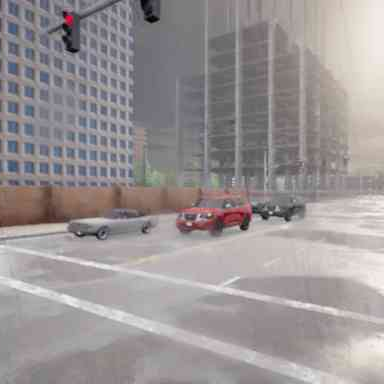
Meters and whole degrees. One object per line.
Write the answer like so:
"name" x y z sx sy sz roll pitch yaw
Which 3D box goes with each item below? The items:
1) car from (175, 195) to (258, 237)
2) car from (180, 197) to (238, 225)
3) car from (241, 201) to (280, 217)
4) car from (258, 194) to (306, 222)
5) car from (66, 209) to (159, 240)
"car" 1.376 1.184 18.246 2.150 2.045 5.566 0 0 33
"car" 1.342 1.294 24.208 2.097 1.767 4.553 0 0 35
"car" 6.562 1.538 31.527 1.895 1.301 4.718 0 0 36
"car" 7.405 1.179 26.678 2.150 2.045 5.566 0 0 36
"car" -3.866 1.548 16.875 1.895 1.301 4.718 0 0 35
